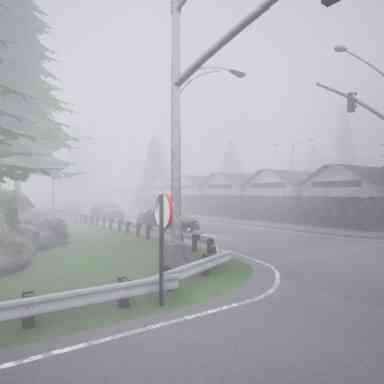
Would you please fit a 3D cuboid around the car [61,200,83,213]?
[{"bbox_3d":[-14.392,1.714,39.800,1.812,1.442,4.674,0,0,-31],"label":"car"}]

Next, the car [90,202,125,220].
[{"bbox_3d":[-7.612,1.696,29.642,1.837,1.490,4.892,0,0,-35],"label":"car"}]

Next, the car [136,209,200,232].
[{"bbox_3d":[-1.697,1.739,21.112,2.033,1.411,5.357,0,0,-35],"label":"car"}]
